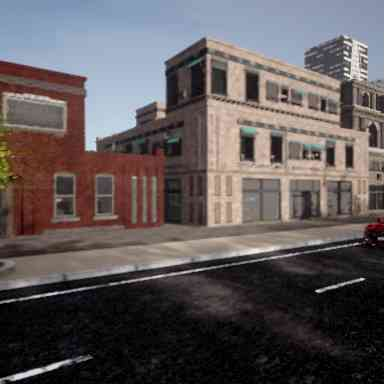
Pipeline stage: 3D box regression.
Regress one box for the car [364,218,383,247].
[{"bbox_3d":[9.373,1.555,14.362,5.008,1.535,1.882,0,0,-35],"label":"car"}]
